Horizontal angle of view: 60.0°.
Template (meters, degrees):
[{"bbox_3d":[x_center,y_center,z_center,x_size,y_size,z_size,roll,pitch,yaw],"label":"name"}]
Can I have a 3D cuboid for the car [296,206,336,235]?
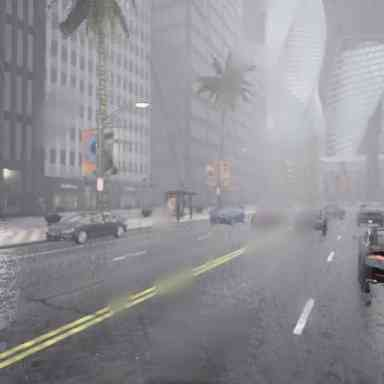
[{"bbox_3d":[8.175,1.946,22.232,2.128,1.511,4.902,0,-1,26],"label":"car"}]

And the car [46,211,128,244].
[{"bbox_3d":[-5.408,1.799,17.759,2.231,1.521,4.892,0,-1,26],"label":"car"}]

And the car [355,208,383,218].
[{"bbox_3d":[15.023,2.096,28.165,1.837,1.490,4.892,0,-1,26],"label":"car"}]

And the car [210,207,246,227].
[{"bbox_3d":[3.136,2.025,28.242,1.882,1.535,5.008,0,-1,27],"label":"car"}]

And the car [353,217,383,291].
[{"bbox_3d":[5.545,1.686,9.040,2.128,1.511,4.902,0,-1,26],"label":"car"}]

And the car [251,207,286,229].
[{"bbox_3d":[6.141,2.002,26.430,1.882,1.535,5.008,0,-1,27],"label":"car"}]

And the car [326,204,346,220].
[{"bbox_3d":[15.761,2.110,36.901,2.097,1.767,4.553,0,-1,30],"label":"car"}]
